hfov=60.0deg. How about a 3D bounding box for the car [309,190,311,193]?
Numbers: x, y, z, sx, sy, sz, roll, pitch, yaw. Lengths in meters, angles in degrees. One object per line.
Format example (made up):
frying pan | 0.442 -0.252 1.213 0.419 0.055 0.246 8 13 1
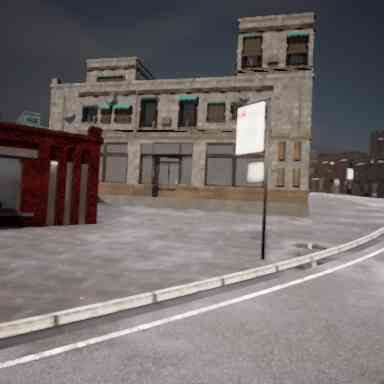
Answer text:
car | 19.566 -0.431 61.108 2.033 1.411 5.357 3 3 -19
